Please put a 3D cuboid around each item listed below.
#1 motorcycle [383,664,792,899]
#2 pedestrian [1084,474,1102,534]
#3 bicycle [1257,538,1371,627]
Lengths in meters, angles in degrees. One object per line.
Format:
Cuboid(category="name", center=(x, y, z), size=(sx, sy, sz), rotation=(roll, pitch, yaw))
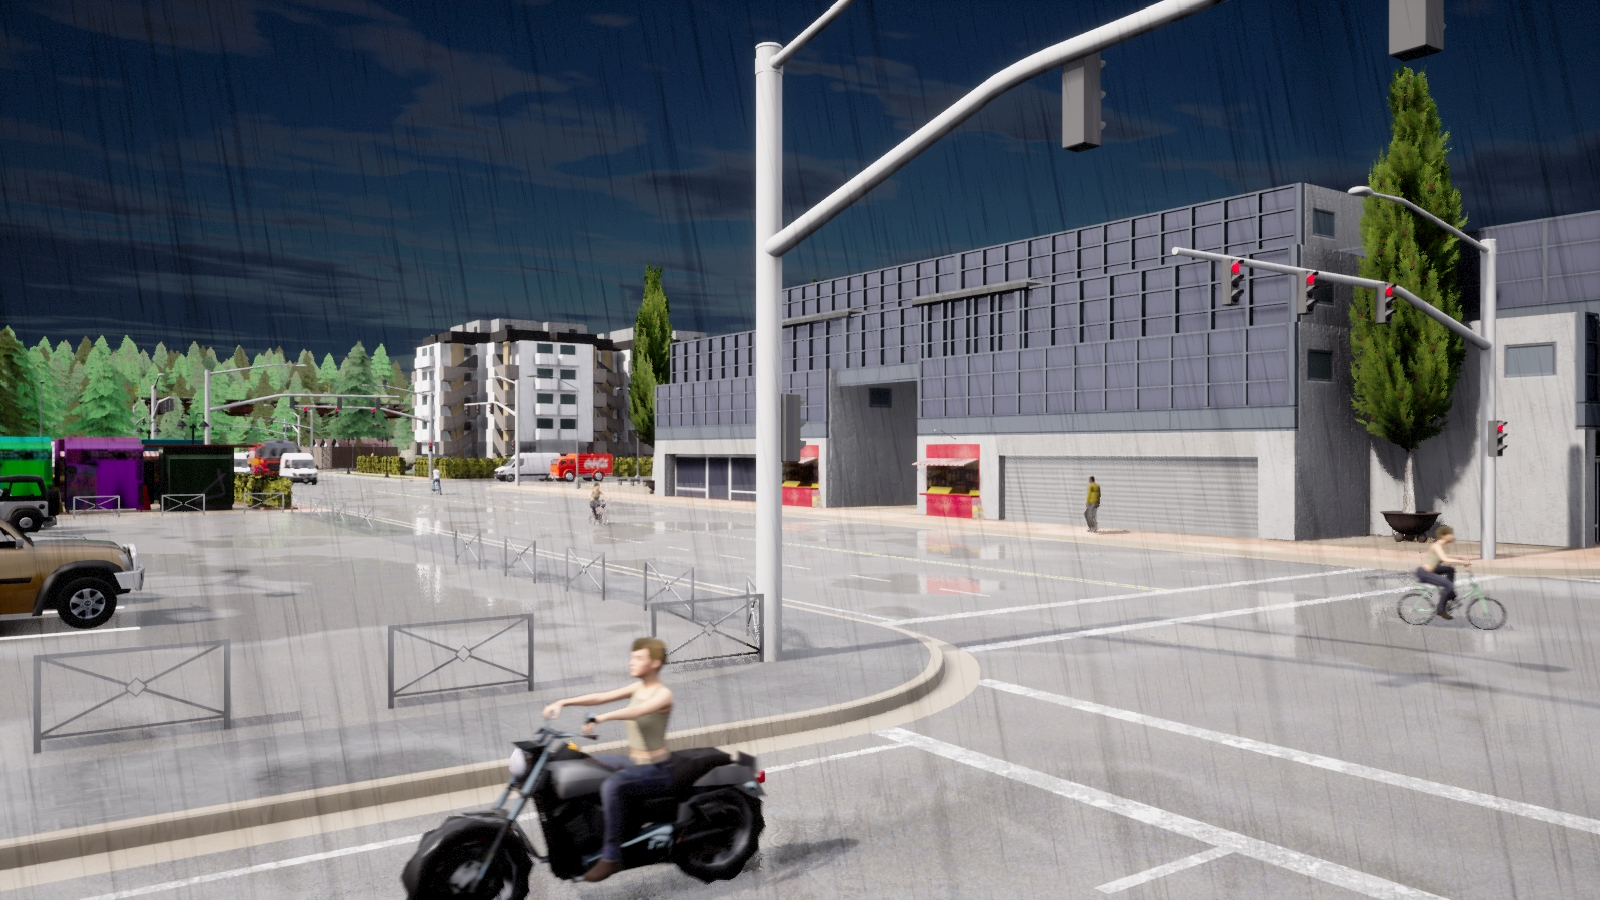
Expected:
Cuboid(category="motorcycle", center=(-1.233, 2.155, 6.997), size=(2.356, 1.307, 0.764), rotation=(0, 0, -36))
Cuboid(category="pedestrian", center=(9.221, 1.696, 35.948), size=(0.375, 1.860, 0.375), rotation=(0, 0, -28))
Cuboid(category="bicycle", center=(8.474, 2.158, 18.894), size=(0.859, 1.276, 1.487), rotation=(0, 0, -33))
